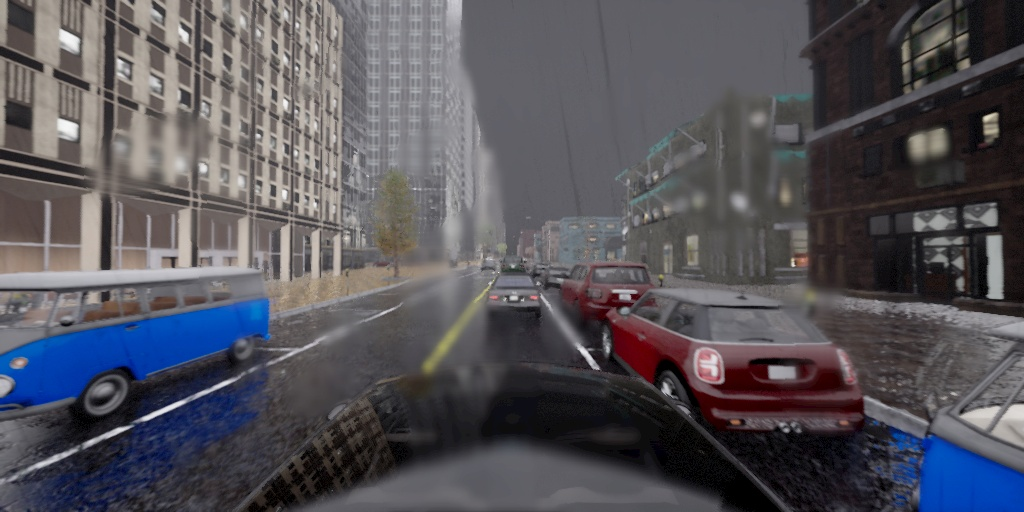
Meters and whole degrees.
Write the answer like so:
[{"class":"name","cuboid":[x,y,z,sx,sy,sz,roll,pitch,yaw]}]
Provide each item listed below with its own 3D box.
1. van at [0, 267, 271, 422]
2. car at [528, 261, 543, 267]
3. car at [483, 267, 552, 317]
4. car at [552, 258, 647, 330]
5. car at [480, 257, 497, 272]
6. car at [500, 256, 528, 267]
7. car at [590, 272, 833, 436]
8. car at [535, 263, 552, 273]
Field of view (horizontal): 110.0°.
[{"class":"van","cuboid":[-5.690,1.092,5.522,1.690,1.789,3.998,0,0,0]},{"class":"car","cuboid":[2.691,1.324,32.914,1.948,1.339,4.313,0,0,0]},{"class":"car","cuboid":[0.083,1.302,13.196,2.033,1.411,5.357,0,0,0]},{"class":"car","cuboid":[2.691,1.069,11.004,2.192,1.841,5.009,0,0,0]},{"class":"car","cuboid":[-3.079,1.267,47.064,1.837,1.490,4.892,0,-1,0]},{"class":"car","cuboid":[0.095,0.980,32.674,2.150,2.045,5.566,0,0,0]},{"class":"car","cuboid":[2.691,1.192,5.525,1.967,1.591,4.097,0,0,0]},{"class":"car","cuboid":[2.691,1.323,21.958,1.948,1.339,4.313,0,0,0]}]
